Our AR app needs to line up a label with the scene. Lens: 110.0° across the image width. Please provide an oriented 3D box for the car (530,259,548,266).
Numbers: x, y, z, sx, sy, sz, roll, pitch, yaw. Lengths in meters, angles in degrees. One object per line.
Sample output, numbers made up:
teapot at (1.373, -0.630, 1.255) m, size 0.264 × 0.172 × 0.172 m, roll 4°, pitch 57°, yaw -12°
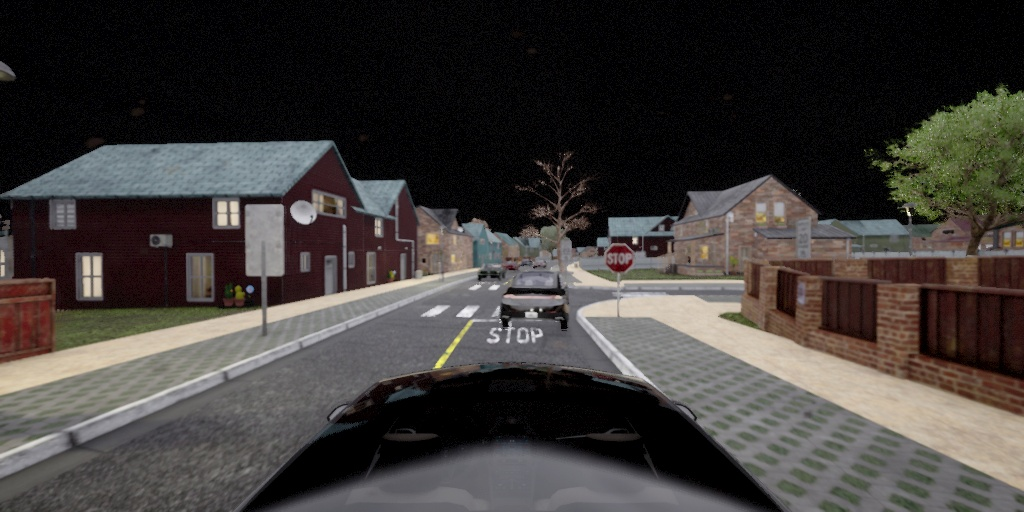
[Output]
car at (4.384, 1.200, 54.812) m, size 2.033 × 1.411 × 5.357 m, roll 0°, pitch 0°, yaw 9°

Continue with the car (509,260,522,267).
car at (-0.250, 1.269, 42.741) m, size 1.895 × 1.301 × 4.718 m, roll 0°, pitch 0°, yaw 7°

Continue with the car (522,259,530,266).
car at (2.294, 1.202, 59.974) m, size 1.994 × 1.385 × 4.181 m, roll 0°, pitch 0°, yaw 10°

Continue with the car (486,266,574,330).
car at (0.857, 1.224, 11.174) m, size 2.128 × 1.511 × 4.902 m, roll 0°, pitch 0°, yaw 9°

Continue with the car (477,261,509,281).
car at (-1.607, 1.295, 29.377) m, size 1.895 × 1.301 × 4.718 m, roll 0°, pitch 0°, yaw 5°
